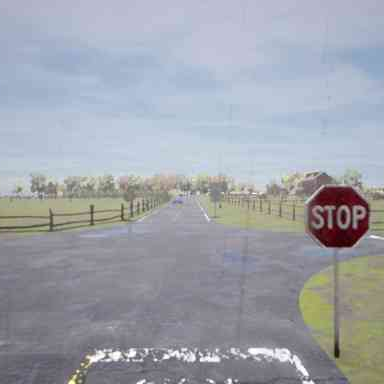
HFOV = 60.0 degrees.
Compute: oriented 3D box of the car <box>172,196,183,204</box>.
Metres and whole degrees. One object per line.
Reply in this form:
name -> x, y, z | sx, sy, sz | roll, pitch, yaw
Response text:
car -> -2.824, 1.564, 65.392 | 1.812, 1.442, 4.674 | 0, 0, 0
